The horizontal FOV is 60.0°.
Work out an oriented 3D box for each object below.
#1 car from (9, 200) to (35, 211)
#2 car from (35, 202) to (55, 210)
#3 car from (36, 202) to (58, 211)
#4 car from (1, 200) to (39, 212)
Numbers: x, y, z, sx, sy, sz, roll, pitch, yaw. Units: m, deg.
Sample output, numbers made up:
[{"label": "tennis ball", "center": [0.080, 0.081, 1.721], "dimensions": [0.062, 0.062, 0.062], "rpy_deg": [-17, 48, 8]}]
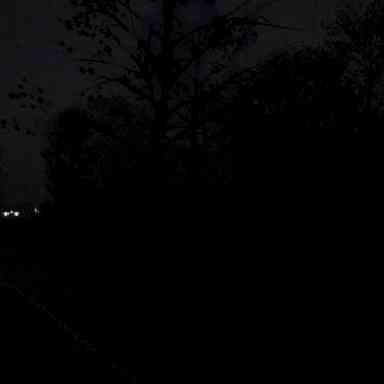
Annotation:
[{"label": "car", "center": [-27.325, 2.135, 53.711], "dimensions": [2.097, 1.767, 4.553], "rpy_deg": [0, -2, -3]}, {"label": "car", "center": [-27.749, 2.600, 62.798], "dimensions": [1.837, 1.490, 4.892], "rpy_deg": [0, -2, -3]}, {"label": "car", "center": [-23.894, 2.380, 54.851], "dimensions": [1.994, 1.385, 4.181], "rpy_deg": [0, -2, -3]}, {"label": "car", "center": [-23.443, 2.050, 45.650], "dimensions": [2.033, 1.411, 5.357], "rpy_deg": [0, -2, -2]}]
